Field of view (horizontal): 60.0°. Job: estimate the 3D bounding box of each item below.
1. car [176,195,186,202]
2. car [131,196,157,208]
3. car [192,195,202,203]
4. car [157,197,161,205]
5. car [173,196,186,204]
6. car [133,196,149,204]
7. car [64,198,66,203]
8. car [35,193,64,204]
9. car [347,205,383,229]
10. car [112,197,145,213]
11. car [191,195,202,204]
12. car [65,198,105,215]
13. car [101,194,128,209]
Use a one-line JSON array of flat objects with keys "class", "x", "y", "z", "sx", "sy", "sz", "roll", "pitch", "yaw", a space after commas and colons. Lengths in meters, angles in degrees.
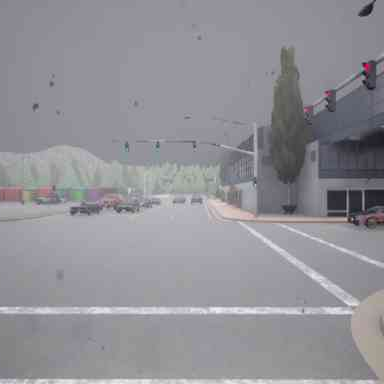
[{"class": "car", "x": -2.392, "y": 1.496, "z": 74.888, "sx": 1.994, "sy": 1.385, "sz": 4.181, "roll": 0, "pitch": 0, "yaw": 2}, {"class": "car", "x": -6.782, "y": 1.508, "z": 47.148, "sx": 2.128, "sy": 1.511, "sz": 4.902, "roll": 0, "pitch": 0, "yaw": 2}, {"class": "car", "x": 1.097, "y": 1.551, "z": 74.455, "sx": 2.128, "sy": 1.511, "sz": 4.902, "roll": 0, "pitch": 0, "yaw": 2}, {"class": "car", "x": -6.480, "y": 1.584, "z": 57.098, "sx": 1.994, "sy": 1.385, "sz": 4.181, "roll": 0, "pitch": 0, "yaw": 2}, {"class": "car", "x": -2.680, "y": 1.587, "z": 65.096, "sx": 1.994, "sy": 1.385, "sz": 4.181, "roll": 0, "pitch": 0, "yaw": 2}, {"class": "car", "x": -9.771, "y": 1.569, "z": 63.672, "sx": 2.033, "sy": 1.411, "sz": 5.357, "roll": 0, "pitch": 0, "yaw": 2}, {"class": "car", "x": -24.727, "y": 1.416, "z": 60.147, "sx": 3.806, "sy": 1.475, "sz": 1.970, "roll": 0, "pitch": 0, "yaw": 0}, {"class": "car", "x": -24.749, "y": 1.176, "z": 57.252, "sx": 3.866, "sy": 1.878, "sz": 1.905, "roll": 0, "pitch": 0, "yaw": 0}, {"class": "car", "x": 12.338, "y": 1.571, "z": 21.437, "sx": 4.181, "sy": 1.385, "sz": 1.994, "roll": 0, "pitch": 0, "yaw": 0}, {"class": "car", "x": -7.058, "y": 1.561, "z": 37.404, "sx": 2.033, "sy": 1.411, "sz": 5.357, "roll": 0, "pitch": 0, "yaw": 1}, {"class": "car", "x": 0.893, "y": 1.375, "z": 64.246, "sx": 2.097, "sy": 1.767, "sz": 4.553, "roll": 0, "pitch": 0, "yaw": 2}, {"class": "car", "x": -10.637, "y": 1.613, "z": 33.510, "sx": 1.895, "sy": 1.301, "sz": 4.718, "roll": 0, "pitch": 0, "yaw": 1}, {"class": "car", "x": -10.406, "y": 1.237, "z": 43.275, "sx": 2.150, "sy": 2.045, "sz": 5.566, "roll": 0, "pitch": 0, "yaw": 2}]
